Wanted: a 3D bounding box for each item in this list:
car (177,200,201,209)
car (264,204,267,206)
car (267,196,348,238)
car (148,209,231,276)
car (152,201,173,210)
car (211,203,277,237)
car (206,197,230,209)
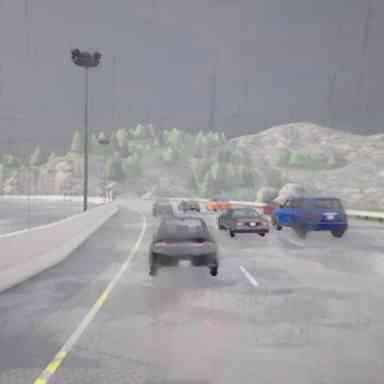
[{"bbox_3d":[-0.401,1.605,37.959,2.033,1.411,5.357,0,0,-12],"label":"car"},{"bbox_3d":[7.998,1.514,30.807,1.882,1.535,5.008,0,0,-9],"label":"car"},{"bbox_3d":[6.137,1.242,17.952,2.150,2.045,5.566,0,0,-5],"label":"car"},{"bbox_3d":[-0.307,1.508,10.430,2.128,1.511,4.902,0,0,-3],"label":"car"},{"bbox_3d":[-2.864,1.577,32.085,1.812,1.442,4.674,0,0,-10],"label":"car"},{"bbox_3d":[2.618,1.572,18.206,2.033,1.411,5.357,0,0,-6],"label":"car"},{"bbox_3d":[3.014,1.406,38.478,2.097,1.767,4.553,0,0,-12],"label":"car"}]
